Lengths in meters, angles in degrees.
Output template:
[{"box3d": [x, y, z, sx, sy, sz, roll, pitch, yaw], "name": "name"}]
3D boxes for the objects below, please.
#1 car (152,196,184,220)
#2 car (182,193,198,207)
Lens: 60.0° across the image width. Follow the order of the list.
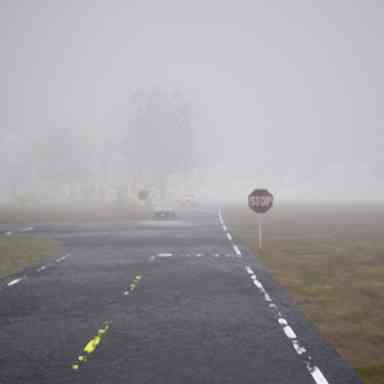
[{"box3d": [-2.085, 1.444, 27.921, 1.882, 1.535, 5.008, 0, 2, 4], "name": "car"}, {"box3d": [-0.375, 1.111, 48.793, 2.150, 2.045, 5.566, 0, 0, 6], "name": "car"}]
